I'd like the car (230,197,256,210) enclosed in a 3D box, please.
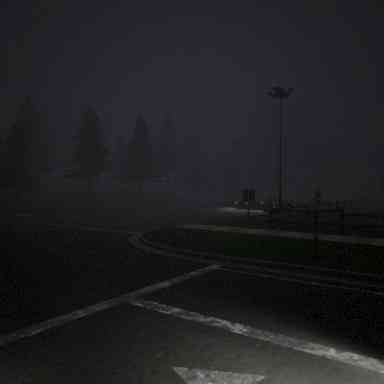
[{"bbox_3d":[7.345,1.352,43.397,2.097,1.767,4.553,0,0,35],"label":"car"}]

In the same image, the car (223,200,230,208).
[{"bbox_3d":[6.571,1.547,48.381,2.033,1.411,5.357,0,0,35],"label":"car"}]

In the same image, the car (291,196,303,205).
[{"bbox_3d":[18.355,1.498,58.900,1.882,1.535,5.008,0,0,35],"label":"car"}]

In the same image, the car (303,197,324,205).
[{"bbox_3d":[21.218,1.578,56.888,2.033,1.411,5.357,0,0,35],"label":"car"}]

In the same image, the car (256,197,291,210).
[{"bbox_3d":[10.179,1.352,41.344,2.097,1.767,4.553,0,0,35],"label":"car"}]
